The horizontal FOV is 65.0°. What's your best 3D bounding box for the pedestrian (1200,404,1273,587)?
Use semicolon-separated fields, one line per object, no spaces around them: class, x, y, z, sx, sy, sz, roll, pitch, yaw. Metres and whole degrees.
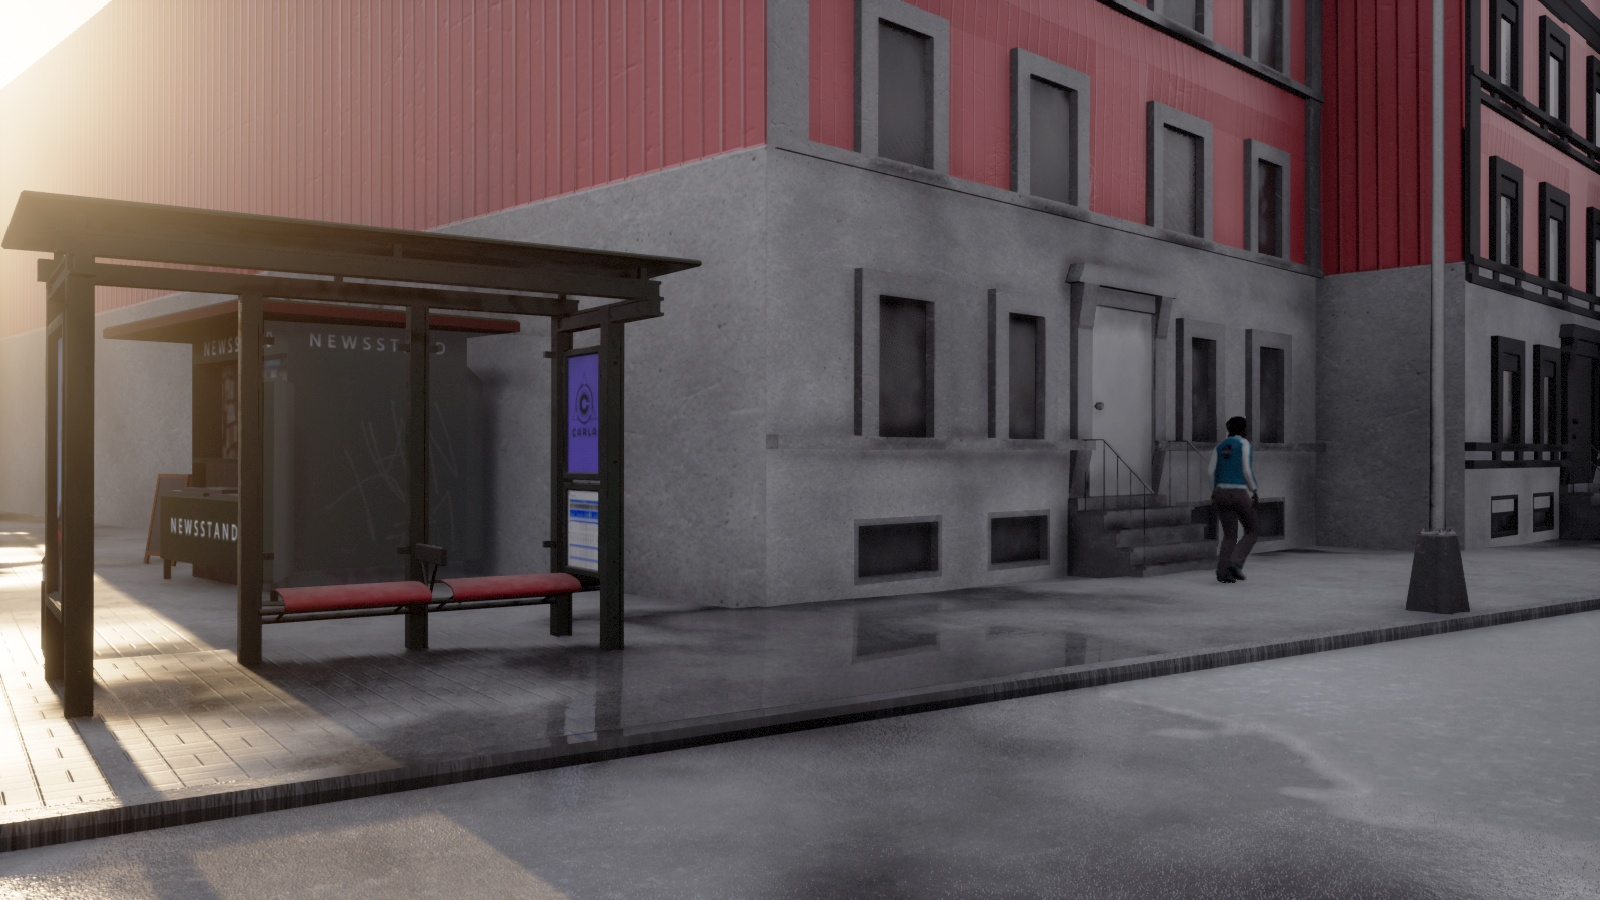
pedestrian;4.722;0.478;13.570;0.692;1.930;0.396;0;0;-32
